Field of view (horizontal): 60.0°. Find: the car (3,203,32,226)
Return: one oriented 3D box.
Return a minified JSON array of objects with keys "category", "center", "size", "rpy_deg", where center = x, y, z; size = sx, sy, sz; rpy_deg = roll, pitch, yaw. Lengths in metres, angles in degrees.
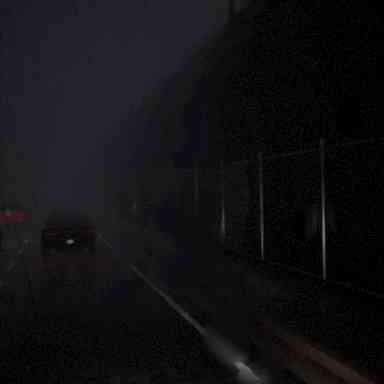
[{"category":"car","center":[-13.573,1.640,25.416],"size":[2.097,1.767,4.553],"rpy_deg":[-1,0,-19]}]

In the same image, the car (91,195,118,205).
[{"category":"car","center":[-15.856,1.654,61.083],"size":[2.150,2.045,5.566],"rpy_deg":[-1,0,36]}]

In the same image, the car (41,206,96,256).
[{"category":"car","center":[-5.214,1.602,13.999],"size":[1.882,1.535,5.008],"rpy_deg":[-1,0,-22]}]

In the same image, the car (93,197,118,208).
[{"category":"car","center":[-14.109,1.996,57.485],"size":[1.895,1.301,4.718],"rpy_deg":[-1,0,33]}]

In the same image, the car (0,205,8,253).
[{"category":"car","center":[-7.981,1.511,11.505],"size":[2.097,1.767,4.553],"rpy_deg":[-1,0,-22]}]
